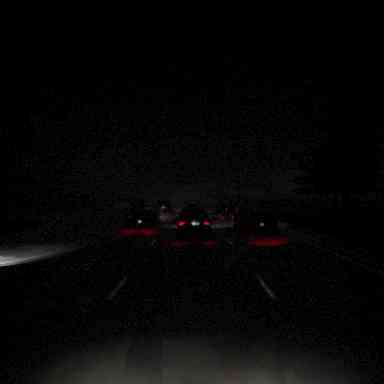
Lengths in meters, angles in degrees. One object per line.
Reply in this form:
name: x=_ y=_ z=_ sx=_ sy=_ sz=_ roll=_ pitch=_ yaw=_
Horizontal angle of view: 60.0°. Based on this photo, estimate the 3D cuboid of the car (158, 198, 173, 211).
car: x=-3.395 y=1.578 z=41.639 sx=1.837 sy=1.490 sz=4.892 roll=0 pitch=0 yaw=0

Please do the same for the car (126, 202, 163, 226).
car: x=-3.396 y=1.643 z=23.899 sx=1.895 sy=1.301 sz=4.718 roll=0 pitch=0 yaw=0

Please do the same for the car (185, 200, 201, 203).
car: x=0.109 y=1.590 z=37.778 sx=1.812 sy=1.442 sz=4.674 roll=0 pitch=0 yaw=0

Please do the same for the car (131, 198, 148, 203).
car: x=-6.894 y=1.568 z=43.697 sx=2.128 sy=1.511 sz=4.902 roll=0 pitch=0 yaw=0

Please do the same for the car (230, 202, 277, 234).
car: x=3.603 y=1.511 z=19.588 sx=1.882 sy=1.535 sz=5.008 roll=0 pitch=0 yaw=0

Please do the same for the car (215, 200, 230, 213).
car: x=3.597 y=1.589 z=37.174 sx=1.812 sy=1.442 sz=4.674 roll=0 pitch=0 yaw=0

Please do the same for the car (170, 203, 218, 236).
car: x=0.102 y=1.579 z=18.468 sx=2.033 sy=1.411 sz=5.357 roll=0 pitch=0 yaw=0
